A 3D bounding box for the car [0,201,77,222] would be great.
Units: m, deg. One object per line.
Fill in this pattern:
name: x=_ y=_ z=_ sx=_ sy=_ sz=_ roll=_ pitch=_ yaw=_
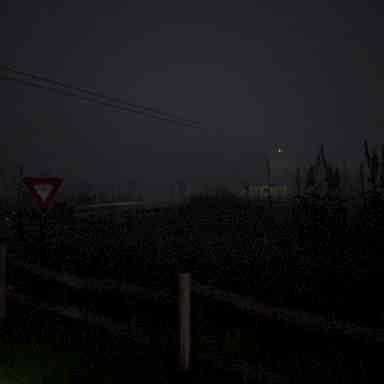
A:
car: x=-10.568 y=1.315 z=23.151 sx=1.895 sy=1.301 sz=4.718 roll=0 pitch=2 yaw=37
